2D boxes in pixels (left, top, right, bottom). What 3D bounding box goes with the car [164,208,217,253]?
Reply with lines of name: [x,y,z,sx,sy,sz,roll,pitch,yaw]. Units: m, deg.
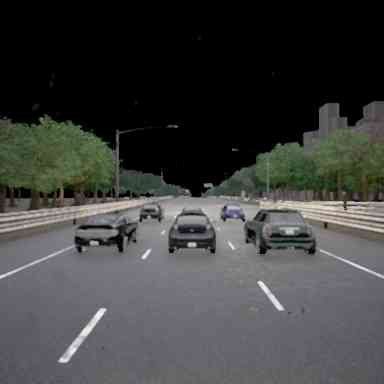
car: [0.015,1.649,14.289,1.837,1.490,4.892,0,0,0]

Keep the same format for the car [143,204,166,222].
car: [-3.473,1.789,29.303,1.837,1.490,4.892,0,0,0]

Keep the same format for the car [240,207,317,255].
car: [3.514,1.489,14.079,2.097,1.767,4.553,0,-1,0]

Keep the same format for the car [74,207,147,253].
car: [-3.484,1.633,14.309,2.128,1.511,4.902,0,0,0]

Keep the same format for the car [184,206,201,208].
car: [0.023,1.880,29.114,1.895,1.301,4.718,0,0,0]

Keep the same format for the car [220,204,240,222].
car: [3.527,1.807,29.381,1.812,1.442,4.674,0,0,0]
